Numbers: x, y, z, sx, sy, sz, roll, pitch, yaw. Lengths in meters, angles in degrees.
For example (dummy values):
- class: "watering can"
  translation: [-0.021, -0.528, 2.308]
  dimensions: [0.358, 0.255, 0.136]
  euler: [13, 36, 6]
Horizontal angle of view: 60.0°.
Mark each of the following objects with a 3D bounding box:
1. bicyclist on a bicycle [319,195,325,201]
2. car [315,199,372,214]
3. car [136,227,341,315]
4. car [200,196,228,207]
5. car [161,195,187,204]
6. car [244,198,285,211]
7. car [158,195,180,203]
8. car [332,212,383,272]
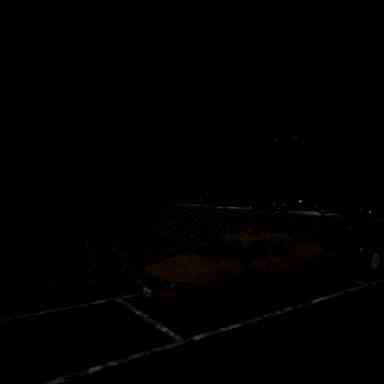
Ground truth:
- class: "bicyclist on a bicycle"
  translation: [14.884, 1.192, 38.195]
  dimensions: [1.656, 1.620, 0.582]
  euler: [0, 0, -35]
- class: "car"
  translation: [13.332, 1.369, 29.489]
  dimensions: [2.128, 1.511, 4.902]
  euler: [1, 0, -35]
- class: "car"
  translation: [1.142, 1.531, 7.539]
  dimensions: [4.829, 1.417, 1.752]
  euler: [0, 1, -35]
- class: "car"
  translation: [2.874, 1.275, 44.561]
  dimensions: [1.994, 1.385, 4.181]
  euler: [1, 0, -34]
- class: "car"
  translation: [-2.774, 1.220, 52.734]
  dimensions: [1.895, 1.301, 4.718]
  euler: [1, 0, -34]
- class: "car"
  translation: [8.045, 1.395, 37.101]
  dimensions: [1.895, 1.301, 4.718]
  euler: [1, 0, -35]
- class: "car"
  translation: [-4.203, 1.191, 60.322]
  dimensions: [1.895, 1.301, 4.718]
  euler: [1, 0, -35]
- class: "car"
  translation: [5.881, 1.558, 10.874]
  dimensions: [4.507, 1.381, 1.887]
  euler: [0, 1, -35]
